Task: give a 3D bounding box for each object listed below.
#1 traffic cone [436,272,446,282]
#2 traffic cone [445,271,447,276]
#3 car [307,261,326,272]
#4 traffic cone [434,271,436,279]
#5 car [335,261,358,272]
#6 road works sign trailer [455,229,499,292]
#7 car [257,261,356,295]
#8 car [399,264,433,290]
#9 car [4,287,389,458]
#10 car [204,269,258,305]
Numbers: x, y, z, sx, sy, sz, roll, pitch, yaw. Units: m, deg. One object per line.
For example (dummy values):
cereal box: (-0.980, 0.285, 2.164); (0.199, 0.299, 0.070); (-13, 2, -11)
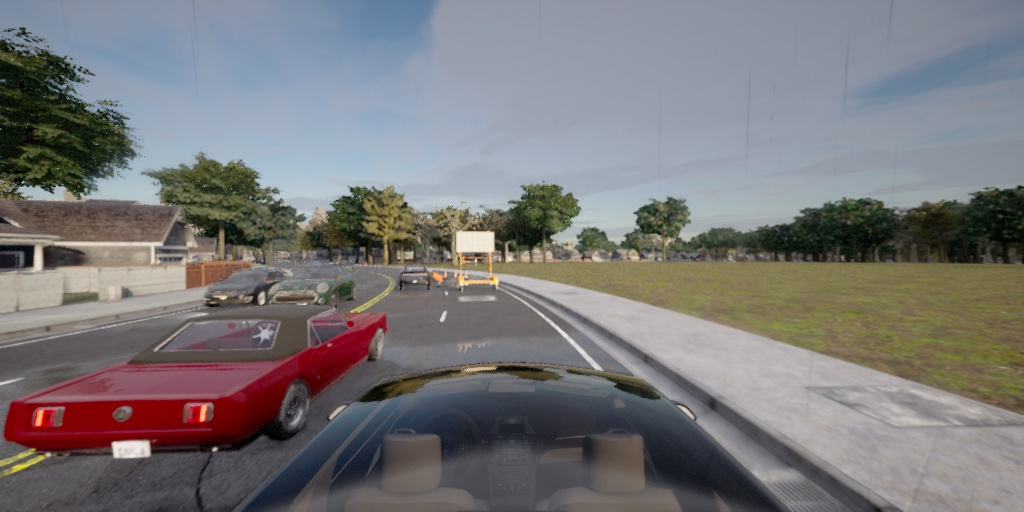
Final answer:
traffic cone: (-5.547, 1.726, 27.965); (0.340, 0.580, 0.340); (0, 0, -17)
traffic cone: (-6.298, 1.727, 34.001); (0.340, 0.580, 0.340); (0, 0, -17)
car: (-29.660, 1.537, 54.230); (1.882, 1.535, 5.008); (-1, 0, -35)
traffic cone: (-6.116, 1.730, 29.882); (0.340, 0.580, 0.340); (0, 0, -17)
car: (-24.045, 1.473, 51.988); (2.128, 1.511, 4.902); (-1, 0, -35)
road works sign trailer: (-2.217, 0.208, 21.660); (2.380, 3.560, 2.880); (0, 0, -17)
car: (-7.877, 1.156, 14.556); (2.097, 1.767, 4.553); (-1, 0, -10)
car: (-6.155, 1.273, 22.945); (2.128, 1.511, 4.902); (-1, 0, -14)
car: (-3.362, 1.373, 5.292); (1.895, 1.301, 4.718); (0, 0, -3)
car: (-11.397, 1.341, 15.935); (1.837, 1.490, 4.892); (0, 0, -12)
